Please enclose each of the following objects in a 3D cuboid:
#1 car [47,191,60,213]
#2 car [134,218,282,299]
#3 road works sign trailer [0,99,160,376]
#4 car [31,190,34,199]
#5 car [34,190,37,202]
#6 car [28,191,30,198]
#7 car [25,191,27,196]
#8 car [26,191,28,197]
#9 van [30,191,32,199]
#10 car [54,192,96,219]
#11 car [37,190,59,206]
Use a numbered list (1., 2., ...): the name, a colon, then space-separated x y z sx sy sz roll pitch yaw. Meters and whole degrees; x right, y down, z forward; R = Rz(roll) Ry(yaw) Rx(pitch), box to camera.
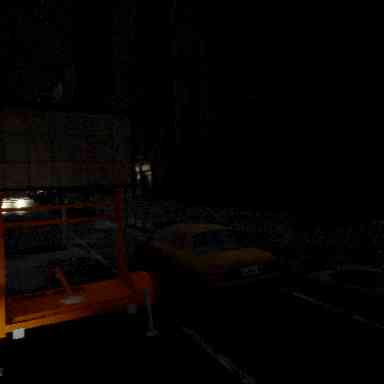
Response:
1. car: -10.523 0.967 27.503 1.967 1.590 4.097 -3 2 -28
2. car: -0.025 1.279 7.769 1.752 1.417 4.829 -2 2 -27
3. road works sign trailer: -2.172 0.352 5.610 2.380 3.560 2.880 -3 2 -28
4. car: -23.752 0.727 52.404 1.967 1.590 4.097 -3 2 -28
5. car: -18.465 0.695 42.440 2.192 1.841 5.009 -3 2 -28
6. car: -31.685 0.735 67.349 1.802 1.307 4.206 -3 2 -28
7. car: -36.985 0.396 77.302 2.192 1.841 5.009 -3 2 -28
8. car: -34.330 0.682 72.327 1.947 1.339 4.313 -3 2 -28
9. van: -26.401 0.582 57.382 1.690 1.788 3.998 -3 2 -28
10. car: -7.878 1.021 22.524 1.967 1.590 4.097 -3 2 -28
11. car: -15.820 0.742 37.461 2.192 1.841 5.009 -3 2 -28
